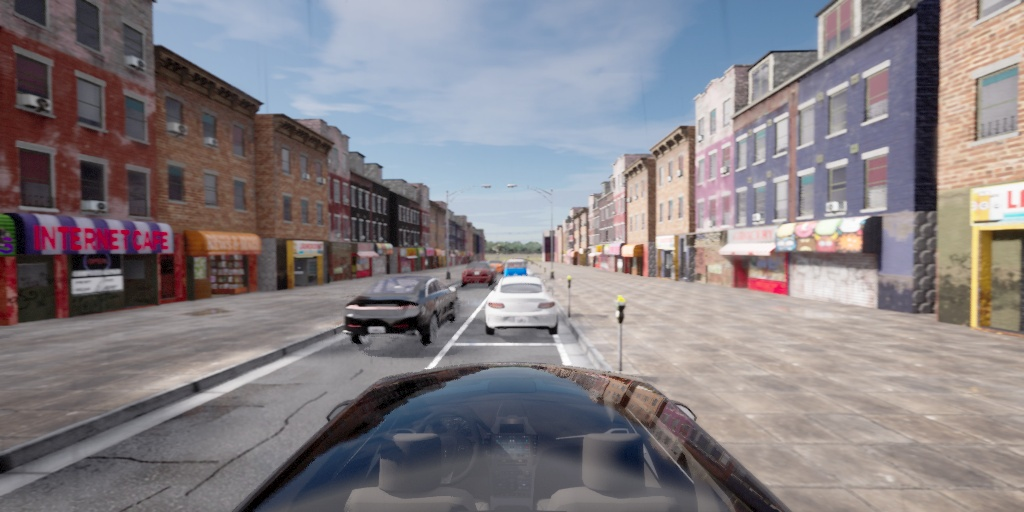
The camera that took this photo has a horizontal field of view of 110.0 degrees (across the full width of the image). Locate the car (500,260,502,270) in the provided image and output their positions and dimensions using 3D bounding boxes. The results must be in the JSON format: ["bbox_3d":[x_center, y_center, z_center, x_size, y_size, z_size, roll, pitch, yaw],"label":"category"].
[{"bbox_3d":[-1.886,1.217,42.089,2.097,1.767,4.553,0,0,2],"label":"car"}]

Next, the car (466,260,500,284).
[{"bbox_3d":[-2.236,1.178,25.601,2.097,1.767,4.553,0,0,2],"label":"car"}]

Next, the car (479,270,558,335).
[{"bbox_3d":[0.278,1.295,10.445,1.812,1.442,4.674,0,0,2],"label":"car"}]

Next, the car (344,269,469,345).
[{"bbox_3d":[-2.668,1.281,9.669,2.128,1.511,4.902,0,0,2],"label":"car"}]

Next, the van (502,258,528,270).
[{"bbox_3d":[0.356,1.152,27.337,1.690,1.789,3.998,0,0,2],"label":"van"}]
